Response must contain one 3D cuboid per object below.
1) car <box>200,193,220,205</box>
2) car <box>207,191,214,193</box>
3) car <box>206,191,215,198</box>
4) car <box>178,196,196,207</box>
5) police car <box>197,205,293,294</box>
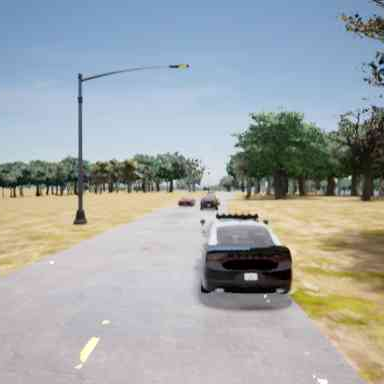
[{"bbox_3d":[1.959,1.176,36.795,1.882,1.535,5.008,0,1,6],"label":"car"},{"bbox_3d":[2.983,1.041,47.170,1.882,1.535,5.008,0,1,8],"label":"car"},{"bbox_3d":[4.337,0.646,77.765,1.837,1.490,4.892,0,0,8],"label":"car"},{"bbox_3d":[-0.641,1.224,42.608,1.895,1.301,4.718,0,1,6],"label":"car"},{"bbox_3d":[1.168,1.371,8.809,1.930,1.638,5.238,0,0,1],"label":"police car"}]
